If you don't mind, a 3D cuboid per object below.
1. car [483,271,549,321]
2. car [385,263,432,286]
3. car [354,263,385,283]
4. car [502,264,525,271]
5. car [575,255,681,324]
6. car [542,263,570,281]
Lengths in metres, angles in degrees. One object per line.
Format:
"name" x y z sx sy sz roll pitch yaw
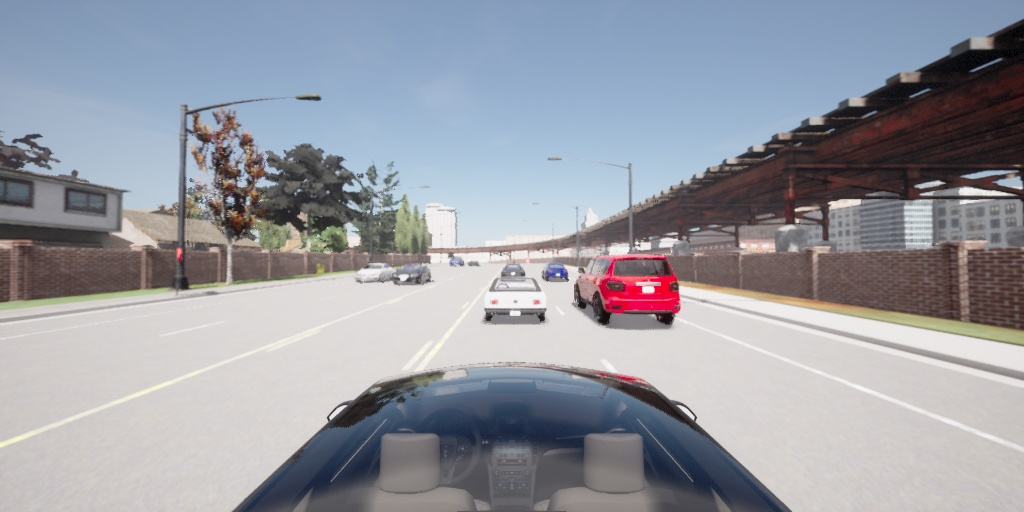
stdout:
"car" 0.101 1.358 12.535 1.895 1.301 4.718 0 0 0
"car" -7.101 1.257 25.905 2.128 1.511 4.902 0 0 0
"car" -10.601 1.292 28.108 1.812 1.442 4.674 0 0 0
"car" 0.097 1.332 29.764 1.994 1.385 4.181 0 0 0
"car" 3.599 0.979 12.149 2.150 2.045 5.566 0 0 0
"car" 3.597 1.294 30.278 1.812 1.442 4.674 0 0 0
